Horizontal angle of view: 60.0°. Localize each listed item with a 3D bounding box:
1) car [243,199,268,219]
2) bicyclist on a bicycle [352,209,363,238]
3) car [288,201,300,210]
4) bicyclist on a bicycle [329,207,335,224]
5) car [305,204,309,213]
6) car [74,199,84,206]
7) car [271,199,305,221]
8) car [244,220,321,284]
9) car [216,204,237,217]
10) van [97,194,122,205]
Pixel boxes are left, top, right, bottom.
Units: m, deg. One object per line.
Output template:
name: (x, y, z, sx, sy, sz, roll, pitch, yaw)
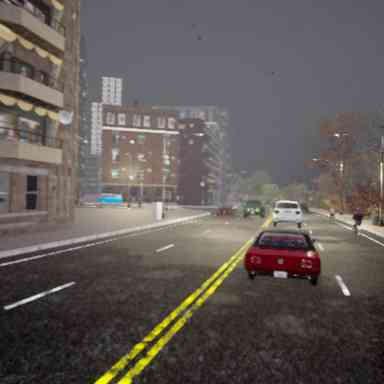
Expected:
car: (7.072, 1.874, 37.465, 2.150, 2.045, 5.566, 1, -1, 15)
bicyclist on a bicycle: (9.946, 1.880, 20.020, 0.659, 1.776, 1.843, 1, -1, 16)
car: (21.559, 2.768, 70.288, 2.097, 1.767, 4.553, 1, -1, 12)
bicyclist on a bicycle: (12.929, 2.169, 30.677, 0.582, 1.620, 1.656, 1, -1, 15)
car: (18.396, 2.663, 55.679, 1.837, 1.490, 4.892, 1, -1, 13)
car: (-16.974, 1.252, 45.674, 4.206, 1.307, 1.802, 3, -2, -15)
car: (8.035, 1.782, 28.096, 2.150, 2.045, 5.566, 1, -1, 16)
car: (2.865, 1.808, 10.400, 1.895, 1.301, 4.718, 1, -1, 17)
car: (4.064, 2.155, 38.767, 1.994, 1.385, 4.181, 1, -1, 15)
van: (-13.562, 1.239, 55.245, 3.998, 1.788, 1.690, 3, -2, -15)
